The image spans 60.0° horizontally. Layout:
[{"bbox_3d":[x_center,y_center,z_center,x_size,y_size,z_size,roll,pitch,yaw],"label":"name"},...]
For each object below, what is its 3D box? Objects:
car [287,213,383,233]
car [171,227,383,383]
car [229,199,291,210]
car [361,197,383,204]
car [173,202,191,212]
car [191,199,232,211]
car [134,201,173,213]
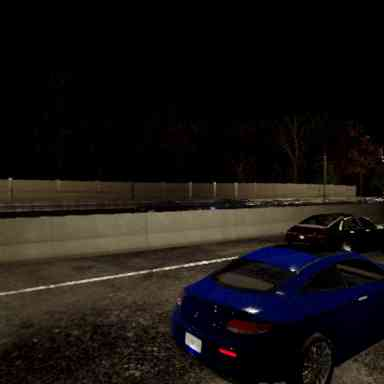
[{"bbox_3d":[5.390,1.509,11.893,4.892,1.490,1.837,0,0,-36],"label":"car"},{"bbox_3d":[1.889,1.526,5.093,4.674,1.442,1.812,0,0,-36],"label":"car"},{"bbox_3d":[5.558,1.500,25.156,4.902,1.511,2.128,0,0,-35],"label":"car"},{"bbox_3d":[30.474,1.593,55.734,5.357,1.411,2.033,0,0,-35],"label":"car"},{"bbox_3d":[0.830,1.571,30.380,4.181,1.385,1.994,0,0,-35],"label":"car"},{"bbox_3d":[2.570,1.359,27.323,4.553,1.767,2.097,0,0,-35],"label":"car"},{"bbox_3d":[-2.816,1.554,32.079,5.357,1.411,2.033,0,0,-36],"label":"car"}]
